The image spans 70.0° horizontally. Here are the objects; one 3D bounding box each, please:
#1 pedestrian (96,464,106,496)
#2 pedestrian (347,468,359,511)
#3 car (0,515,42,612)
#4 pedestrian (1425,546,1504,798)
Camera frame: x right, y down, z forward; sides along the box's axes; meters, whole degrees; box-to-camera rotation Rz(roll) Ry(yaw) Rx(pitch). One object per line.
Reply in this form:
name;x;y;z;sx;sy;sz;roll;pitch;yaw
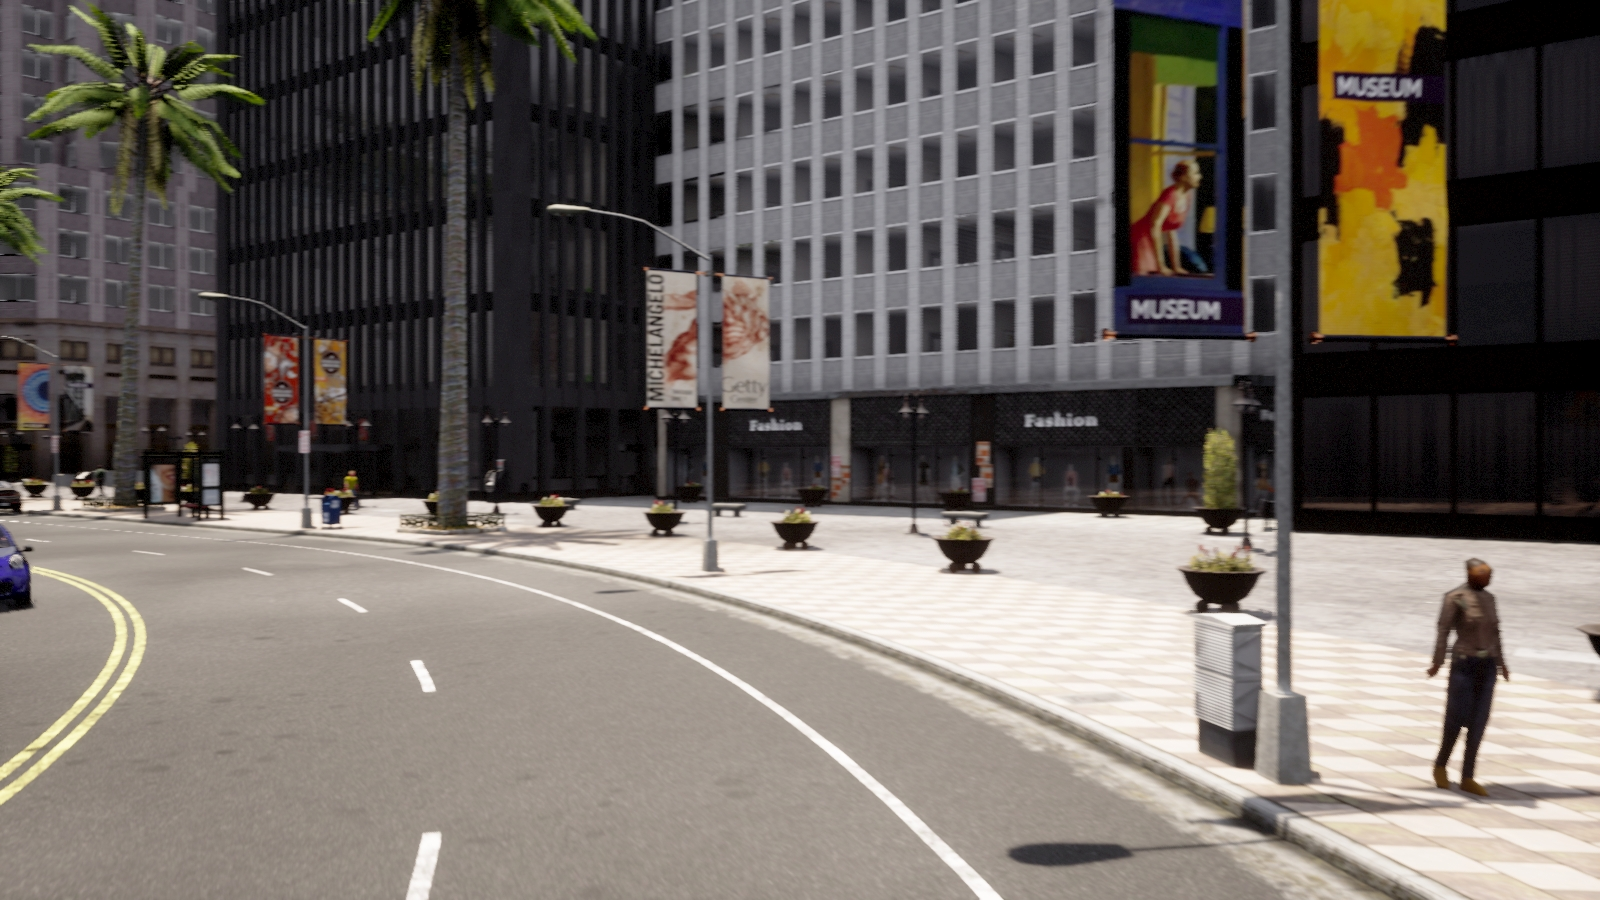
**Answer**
pedestrian;-41.026;1.764;67.022;0.375;1.860;0.375;0;0;36
pedestrian;-19.721;1.731;50.390;0.375;1.860;0.375;0;0;43
car;-15.243;2.059;20.982;1.845;1.501;3.633;0;0;-40
pedestrian;5.114;1.689;8.801;0.375;1.860;0.375;0;0;-7
